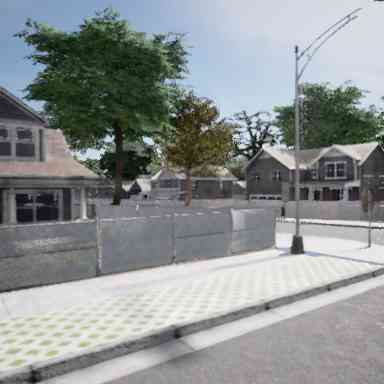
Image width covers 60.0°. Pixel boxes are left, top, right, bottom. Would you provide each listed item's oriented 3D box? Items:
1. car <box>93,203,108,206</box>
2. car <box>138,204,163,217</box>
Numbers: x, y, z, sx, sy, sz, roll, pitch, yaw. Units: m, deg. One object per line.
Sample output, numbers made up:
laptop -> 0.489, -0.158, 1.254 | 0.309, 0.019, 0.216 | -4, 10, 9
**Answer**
car -> -12.400, 2.147, 44.822 | 2.033, 1.411, 5.357 | -1, 0, -36
car -> -3.778, 1.912, 32.968 | 2.128, 1.511, 4.902 | -1, 0, -36
